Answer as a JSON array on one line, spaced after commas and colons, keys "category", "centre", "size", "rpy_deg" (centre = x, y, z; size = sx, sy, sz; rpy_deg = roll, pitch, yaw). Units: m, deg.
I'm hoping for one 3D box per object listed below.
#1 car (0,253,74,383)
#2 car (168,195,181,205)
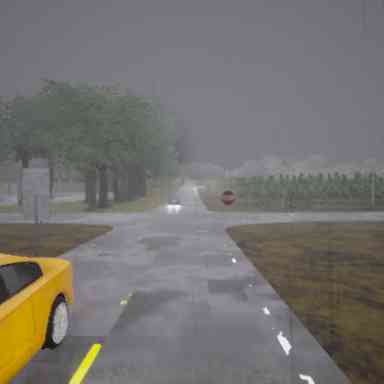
[{"category": "car", "centre": [-2.841, 1.471, 3.387], "size": [1.882, 1.535, 5.008], "rpy_deg": [0, 0, 0]}, {"category": "car", "centre": [-2.768, 1.218, 52.293], "size": [2.128, 1.511, 4.902], "rpy_deg": [0, 2, 0]}]
